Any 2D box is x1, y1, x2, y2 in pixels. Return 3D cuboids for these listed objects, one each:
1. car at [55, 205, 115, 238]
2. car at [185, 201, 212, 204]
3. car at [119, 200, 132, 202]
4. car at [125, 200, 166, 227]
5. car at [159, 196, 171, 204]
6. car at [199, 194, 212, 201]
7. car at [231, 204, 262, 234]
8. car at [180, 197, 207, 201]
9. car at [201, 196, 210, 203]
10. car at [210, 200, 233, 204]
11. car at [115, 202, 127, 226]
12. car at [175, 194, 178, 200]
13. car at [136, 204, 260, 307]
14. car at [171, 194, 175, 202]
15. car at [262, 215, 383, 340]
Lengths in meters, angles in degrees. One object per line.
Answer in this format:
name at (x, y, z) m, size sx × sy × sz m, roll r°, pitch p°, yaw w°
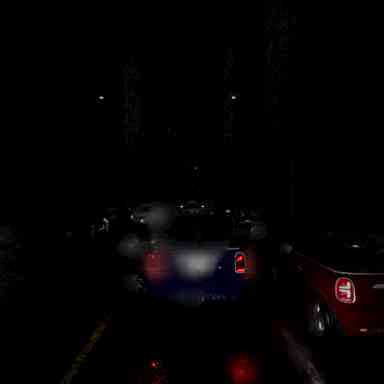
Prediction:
car at (-5.666, 1.567, 17.553) m, size 1.947 × 1.339 × 4.313 m, roll 0°, pitch 0°, yaw 0°
car at (0.101, 1.479, 17.398) m, size 1.882 × 1.535 × 5.008 m, roll 0°, pitch 0°, yaw 0°
car at (-5.663, 1.443, 28.556) m, size 1.967 × 1.590 × 4.097 m, roll 0°, pitch 0°, yaw 0°
car at (-3.054, 1.527, 22.828) m, size 1.812 × 1.442 × 4.674 m, roll 0°, pitch 0°, yaw 1°
car at (-5.616, 1.625, 65.659) m, size 1.802 × 1.307 × 4.206 m, roll 0°, pitch 0°, yaw 0°
car at (2.908, 1.483, 65.644) m, size 1.967 × 1.590 × 4.097 m, roll 0°, pitch 0°, yaw 0°
car at (2.859, 1.552, 17.551) m, size 2.008 × 1.369 × 4.403 m, roll 0°, pitch 0°, yaw 0°
car at (0.008, 1.459, 27.419) m, size 1.801 × 1.575 × 5.366 m, roll 0°, pitch 0°, yaw 0°
car at (2.920, 1.579, 71.223) m, size 1.752 × 1.417 × 4.829 m, roll 0°, pitch 0°, yaw 0°
car at (2.863, 1.569, 28.553) m, size 1.947 × 1.339 × 4.313 m, roll 0°, pitch 0°, yaw 0°
car at (-5.664, 1.584, 23.055) m, size 1.802 × 1.307 × 4.206 m, roll 0°, pitch 0°, yaw 0°
car at (-5.559, 1.637, 92.532) m, size 1.752 × 1.417 × 4.829 m, roll 0°, pitch 0°, yaw 0°
car at (0.102, 1.352, 8.117) m, size 2.097 × 1.767 × 4.553 m, roll 0°, pitch 0°, yaw 0°
car at (-5.593, 1.615, 76.476) m, size 2.008 × 1.369 × 4.403 m, roll 0°, pitch 0°, yaw 0°
car at (2.856, 1.440, 6.548) m, size 1.967 × 1.590 × 4.097 m, roll 0°, pitch 0°, yaw 0°
